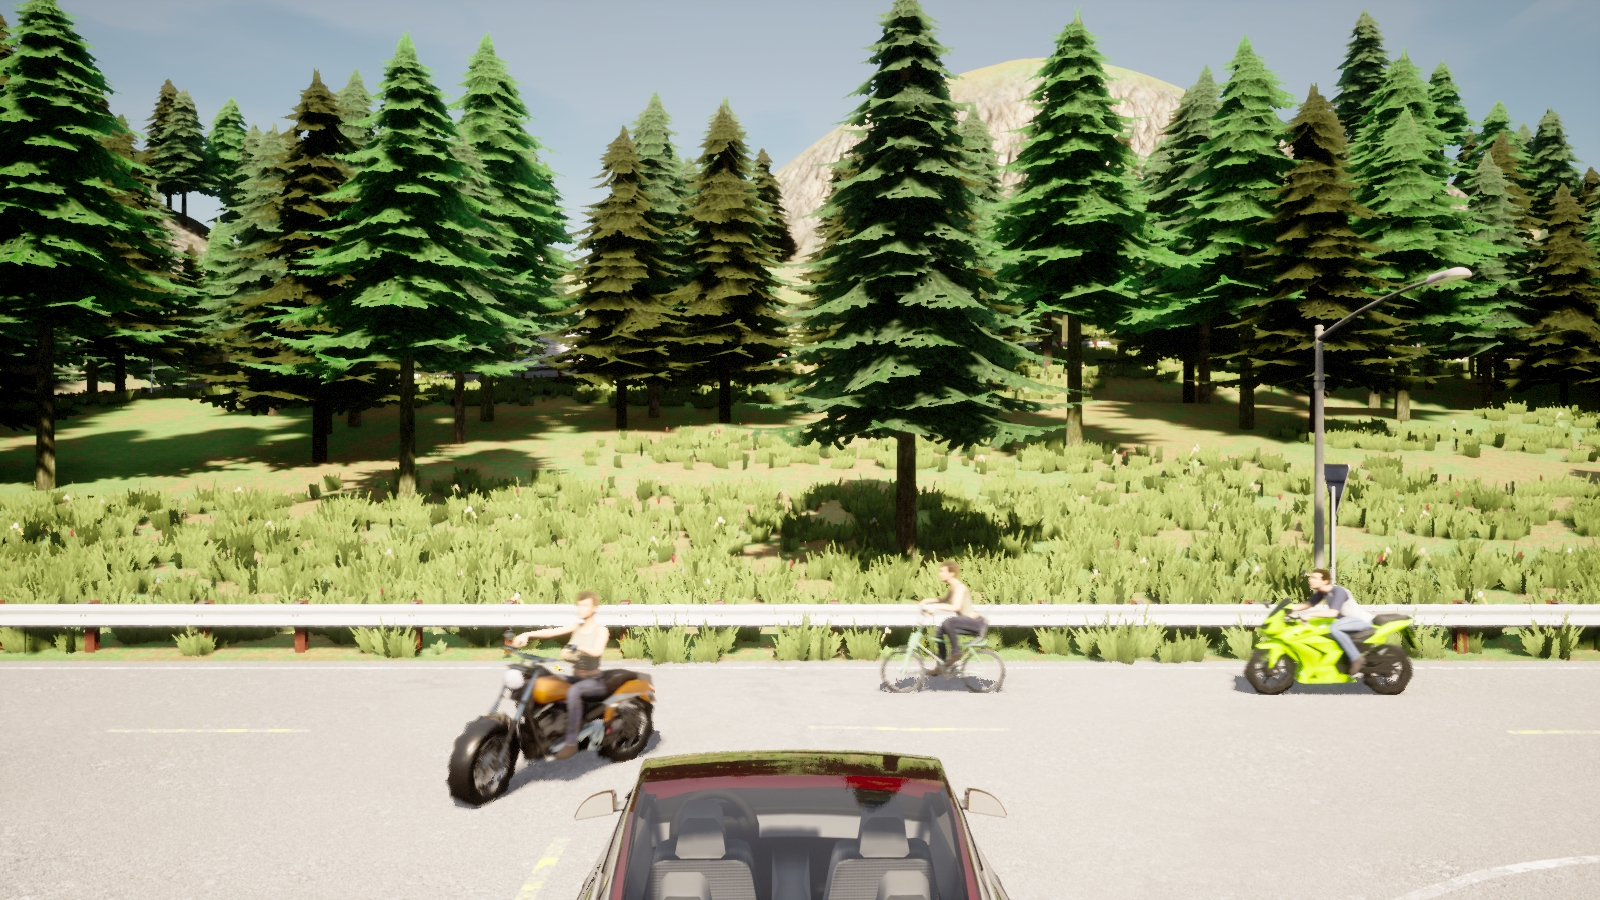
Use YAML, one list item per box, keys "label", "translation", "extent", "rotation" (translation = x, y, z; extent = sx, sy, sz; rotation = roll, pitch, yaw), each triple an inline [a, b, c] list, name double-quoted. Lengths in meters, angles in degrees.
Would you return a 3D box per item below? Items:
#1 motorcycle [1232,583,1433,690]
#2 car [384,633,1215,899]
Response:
- label: "motorcycle"
  translation: [6.324, 2.213, 13.642]
  extent: [2.033, 1.145, 0.803]
  rotation: [0, 0, 0]
- label: "car"
  translation: [-0.034, 1.936, 5.154]
  extent: [2.163, 1.488, 4.792]
  rotation: [0, -1, -1]
